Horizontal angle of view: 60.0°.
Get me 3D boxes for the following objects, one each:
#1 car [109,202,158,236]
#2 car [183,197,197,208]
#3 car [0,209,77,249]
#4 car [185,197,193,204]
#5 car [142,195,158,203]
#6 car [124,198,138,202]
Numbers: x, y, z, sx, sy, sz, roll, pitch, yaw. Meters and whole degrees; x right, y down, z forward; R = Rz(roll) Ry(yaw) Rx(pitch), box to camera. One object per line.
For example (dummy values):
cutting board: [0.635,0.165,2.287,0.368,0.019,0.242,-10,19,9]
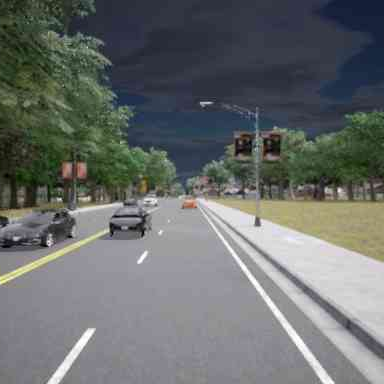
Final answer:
car: [-3.308,1.547,18.675,2.128,1.511,4.902,0,0,-1]
car: [-0.356,1.521,50.311,2.097,1.767,4.553,0,0,-1]
car: [-6.724,1.567,15.076,1.837,1.490,4.892,0,0,-1]
car: [-0.655,1.781,71.651,1.837,1.490,4.892,0,0,-1]
car: [-7.068,1.451,56.764,2.150,2.045,5.566,0,0,0]
car: [-10.303,1.790,56.037,2.033,1.411,5.357,0,0,0]
